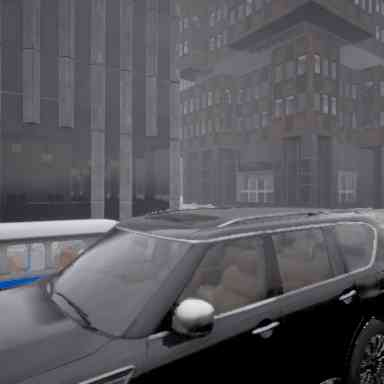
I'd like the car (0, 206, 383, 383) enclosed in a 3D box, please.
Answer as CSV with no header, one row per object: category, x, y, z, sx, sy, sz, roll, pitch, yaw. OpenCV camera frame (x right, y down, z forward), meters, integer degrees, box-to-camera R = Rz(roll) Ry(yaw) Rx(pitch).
car,0.046,1.221,3.402,5.566,2.045,2.150,0,0,-35

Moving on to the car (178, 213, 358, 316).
car,1.920,1.441,7.987,4.097,1.590,1.967,0,0,-35

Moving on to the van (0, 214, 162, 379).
van,-2.591,1.341,4.798,3.998,1.788,1.690,0,0,-35
